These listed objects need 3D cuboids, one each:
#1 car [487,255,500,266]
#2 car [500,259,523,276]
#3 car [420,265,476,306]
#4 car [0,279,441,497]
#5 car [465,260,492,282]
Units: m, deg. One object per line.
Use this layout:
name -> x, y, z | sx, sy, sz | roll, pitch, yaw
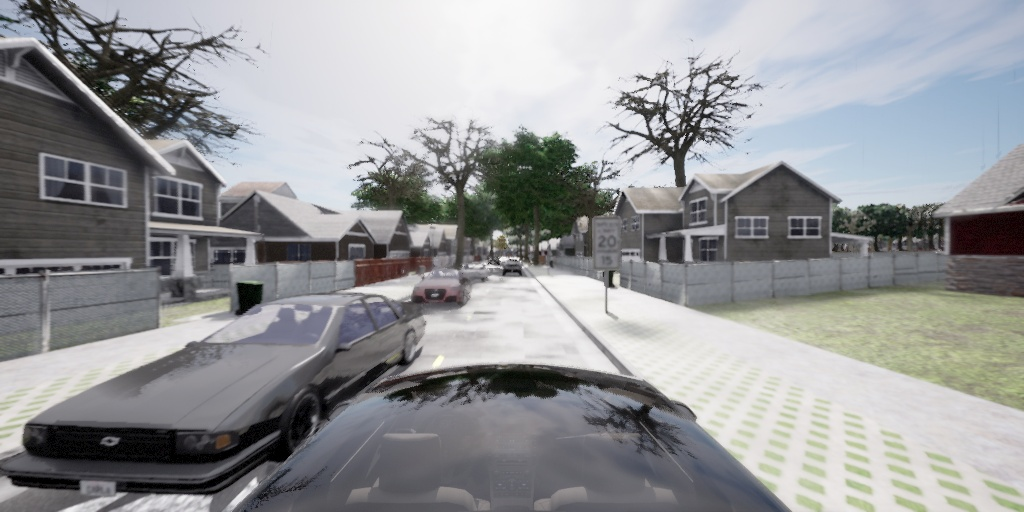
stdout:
car -> -2.706, 0.635, 53.362 | 1.882, 1.535, 5.008 | 0, 0, 0
car -> 0.032, 1.091, 34.938 | 1.837, 1.490, 4.892 | 0, 1, 0
car -> -2.834, 1.243, 15.236 | 1.994, 1.385, 4.181 | 0, 0, 0
car -> -2.815, 1.279, 5.246 | 2.033, 1.411, 5.357 | 0, 0, 4
car -> -2.817, 1.223, 26.804 | 1.895, 1.301, 4.718 | 0, 0, 0
